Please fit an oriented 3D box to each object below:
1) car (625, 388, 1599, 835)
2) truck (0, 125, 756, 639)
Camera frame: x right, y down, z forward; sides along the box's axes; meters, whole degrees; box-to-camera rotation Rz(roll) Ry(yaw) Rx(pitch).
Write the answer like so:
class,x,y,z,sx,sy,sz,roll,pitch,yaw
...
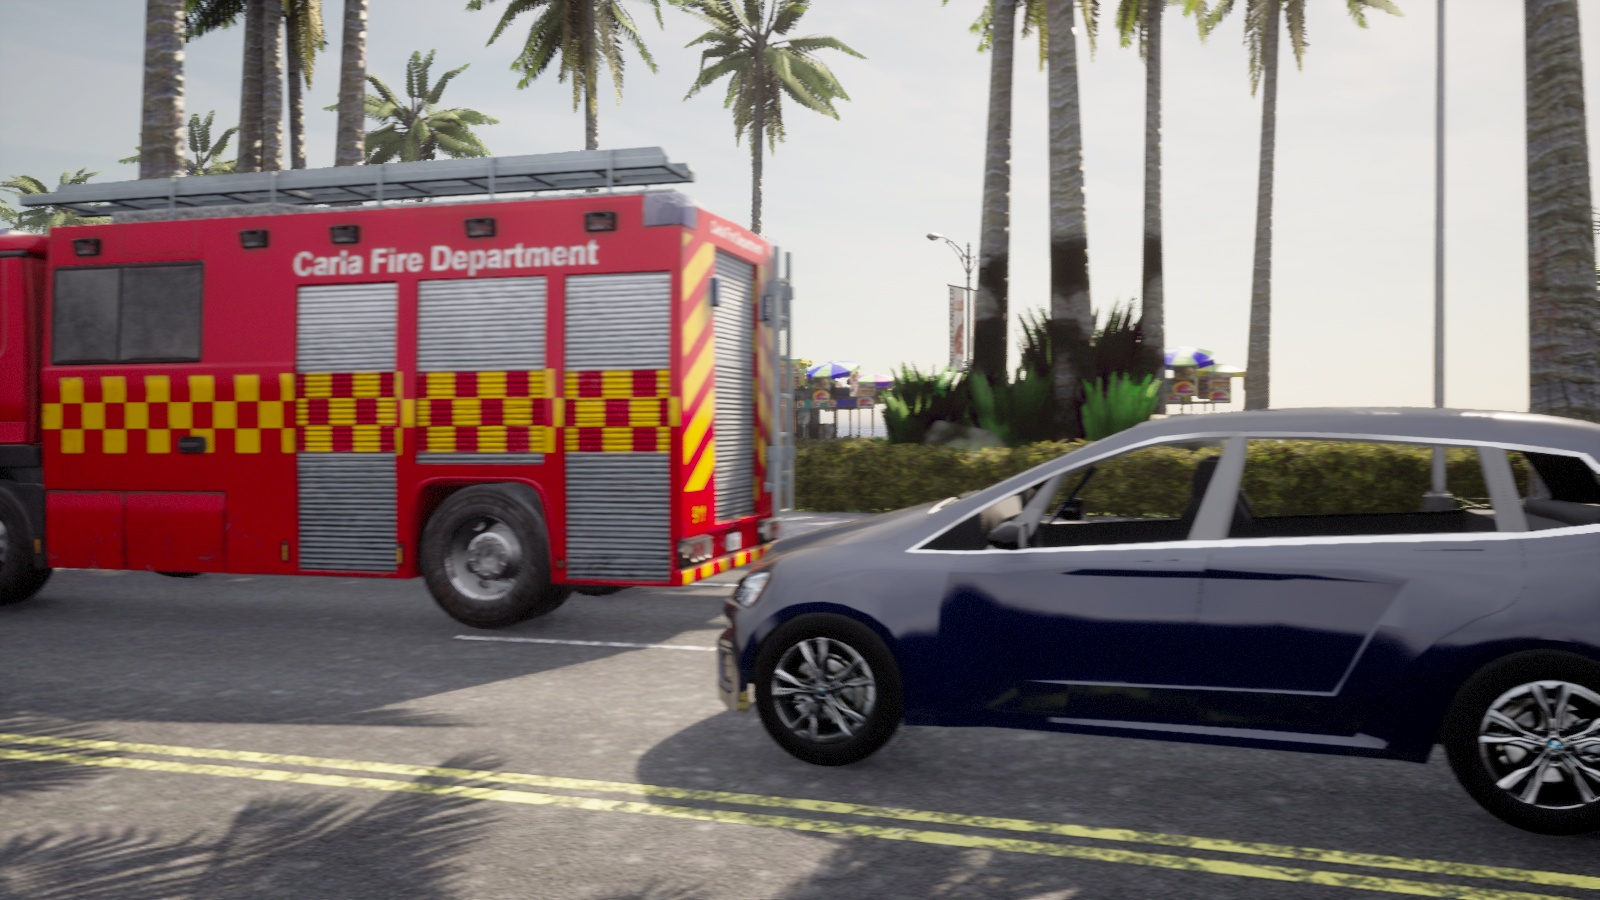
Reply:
class,x,y,z,sx,sy,sz,roll,pitch,yaw
car,1.707,0.570,6.319,4.611,1.667,2.242,1,1,20
truck,-4.891,-0.555,11.840,8.468,3.827,2.891,0,1,15
